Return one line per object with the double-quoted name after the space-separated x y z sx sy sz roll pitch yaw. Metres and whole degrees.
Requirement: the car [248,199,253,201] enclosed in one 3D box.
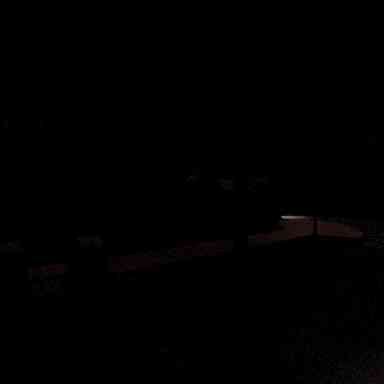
4.895 1.348 29.594 4.892 1.490 1.837 0 0 42 "car"
